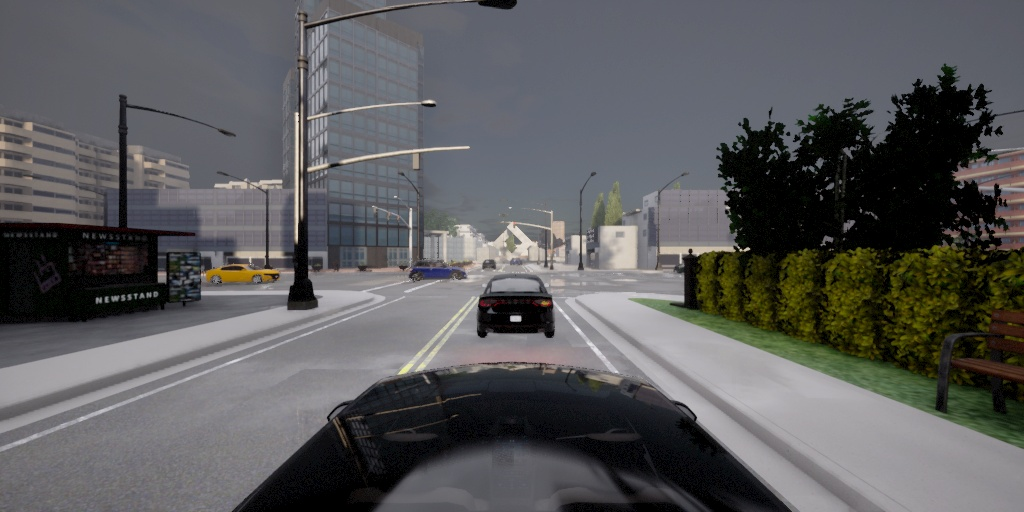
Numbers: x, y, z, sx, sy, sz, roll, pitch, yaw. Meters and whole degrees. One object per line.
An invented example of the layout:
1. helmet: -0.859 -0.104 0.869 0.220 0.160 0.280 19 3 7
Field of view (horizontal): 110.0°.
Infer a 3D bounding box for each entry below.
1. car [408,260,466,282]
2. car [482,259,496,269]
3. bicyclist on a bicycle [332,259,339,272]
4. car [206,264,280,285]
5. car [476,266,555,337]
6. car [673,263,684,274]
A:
1. car: -5.986 1.136 28.828 4.553 1.767 2.097 0 0 -15
2. car: -3.395 1.225 54.136 1.882 1.535 5.008 0 0 0
3. bicyclist on a bicycle: -21.835 1.214 44.408 0.582 1.620 1.656 -1 0 0
4. car: -20.850 1.382 27.936 5.008 1.535 1.882 -1 0 0
5. car: 0.107 1.227 10.355 1.882 1.535 5.008 0 0 1
6. car: 19.977 1.056 38.806 4.553 1.767 2.097 0 0 0
